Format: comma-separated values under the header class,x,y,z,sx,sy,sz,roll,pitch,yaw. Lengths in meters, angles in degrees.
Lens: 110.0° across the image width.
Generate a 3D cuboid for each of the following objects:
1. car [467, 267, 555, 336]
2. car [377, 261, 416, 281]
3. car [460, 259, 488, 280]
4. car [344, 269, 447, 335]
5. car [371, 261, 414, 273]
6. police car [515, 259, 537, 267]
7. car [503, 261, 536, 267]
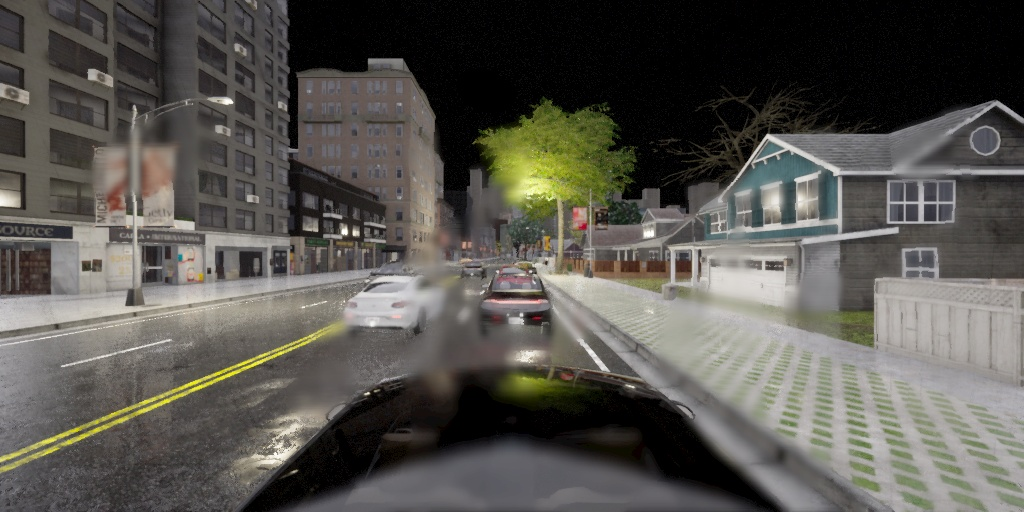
class,x,y,z,sx,sy,sz,roll,pitch,yaw
car,0.114,1.239,10.366,2.128,1.511,4.902,0,0,0
car,-9.811,1.233,30.917,1.837,1.490,4.892,0,0,0
car,-3.113,1.221,30.423,2.128,1.511,4.902,0,0,0
car,-3.138,1.273,10.378,1.812,1.442,4.674,0,0,0
car,-6.576,1.233,20.027,2.128,1.511,4.902,0,0,0
police car,1.011,1.155,29.598,1.930,1.638,5.238,0,0,0
car,0.124,1.219,19.869,1.882,1.535,5.008,0,0,0
